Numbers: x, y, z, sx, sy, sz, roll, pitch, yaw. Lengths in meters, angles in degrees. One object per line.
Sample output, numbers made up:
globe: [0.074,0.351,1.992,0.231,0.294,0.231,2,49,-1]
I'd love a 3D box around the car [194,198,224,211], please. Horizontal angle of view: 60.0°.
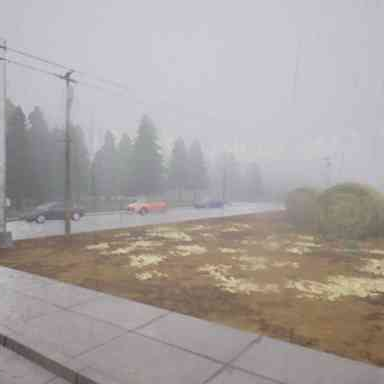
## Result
car: [2.203,1.504,42.658,1.882,1.535,5.008,0,0,37]

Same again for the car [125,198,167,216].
car: [-4.598,1.378,33.504,2.097,1.767,4.553,0,0,37]

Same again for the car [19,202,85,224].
car: [-10.591,1.530,25.417,1.837,1.490,4.892,0,0,37]
